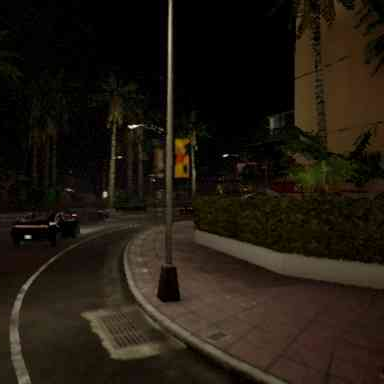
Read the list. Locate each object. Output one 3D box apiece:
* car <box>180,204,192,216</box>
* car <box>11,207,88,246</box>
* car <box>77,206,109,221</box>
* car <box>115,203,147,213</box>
[{"bbox_3d":[0.437,2.144,40.249,2.128,1.511,4.902,0,-1,33],"label":"car"},{"bbox_3d":[-6.940,1.680,16.198,2.128,1.511,4.902,1,-1,-3],"label":"car"},{"bbox_3d":[-9.148,1.907,28.471,2.033,1.411,5.357,0,-1,16],"label":"car"},{"bbox_3d":[-8.434,2.252,46.277,1.895,1.301,4.718,0,-1,33],"label":"car"}]
